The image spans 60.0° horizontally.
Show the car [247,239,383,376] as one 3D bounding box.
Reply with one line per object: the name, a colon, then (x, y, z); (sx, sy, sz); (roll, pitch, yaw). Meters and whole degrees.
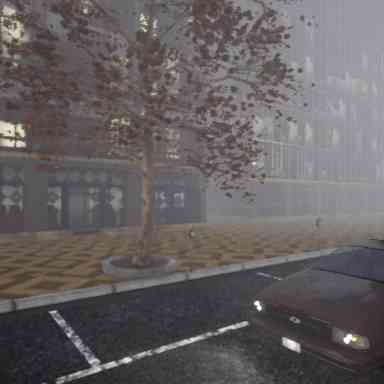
car: (3.438, 1.594, 5.832); (5.357, 1.411, 2.033); (1, 0, -36)
